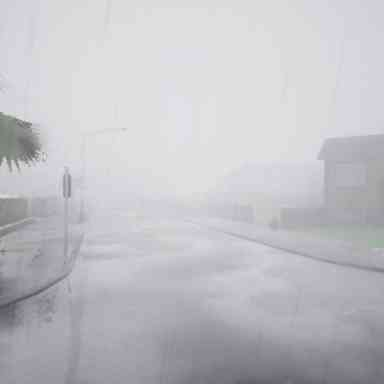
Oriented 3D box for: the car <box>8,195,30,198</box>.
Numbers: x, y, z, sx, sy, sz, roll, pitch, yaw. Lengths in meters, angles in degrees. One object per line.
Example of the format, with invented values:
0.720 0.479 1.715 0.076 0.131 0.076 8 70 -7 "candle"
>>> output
-33.477 1.590 65.622 1.905 1.878 3.866 0 -1 19 "car"
